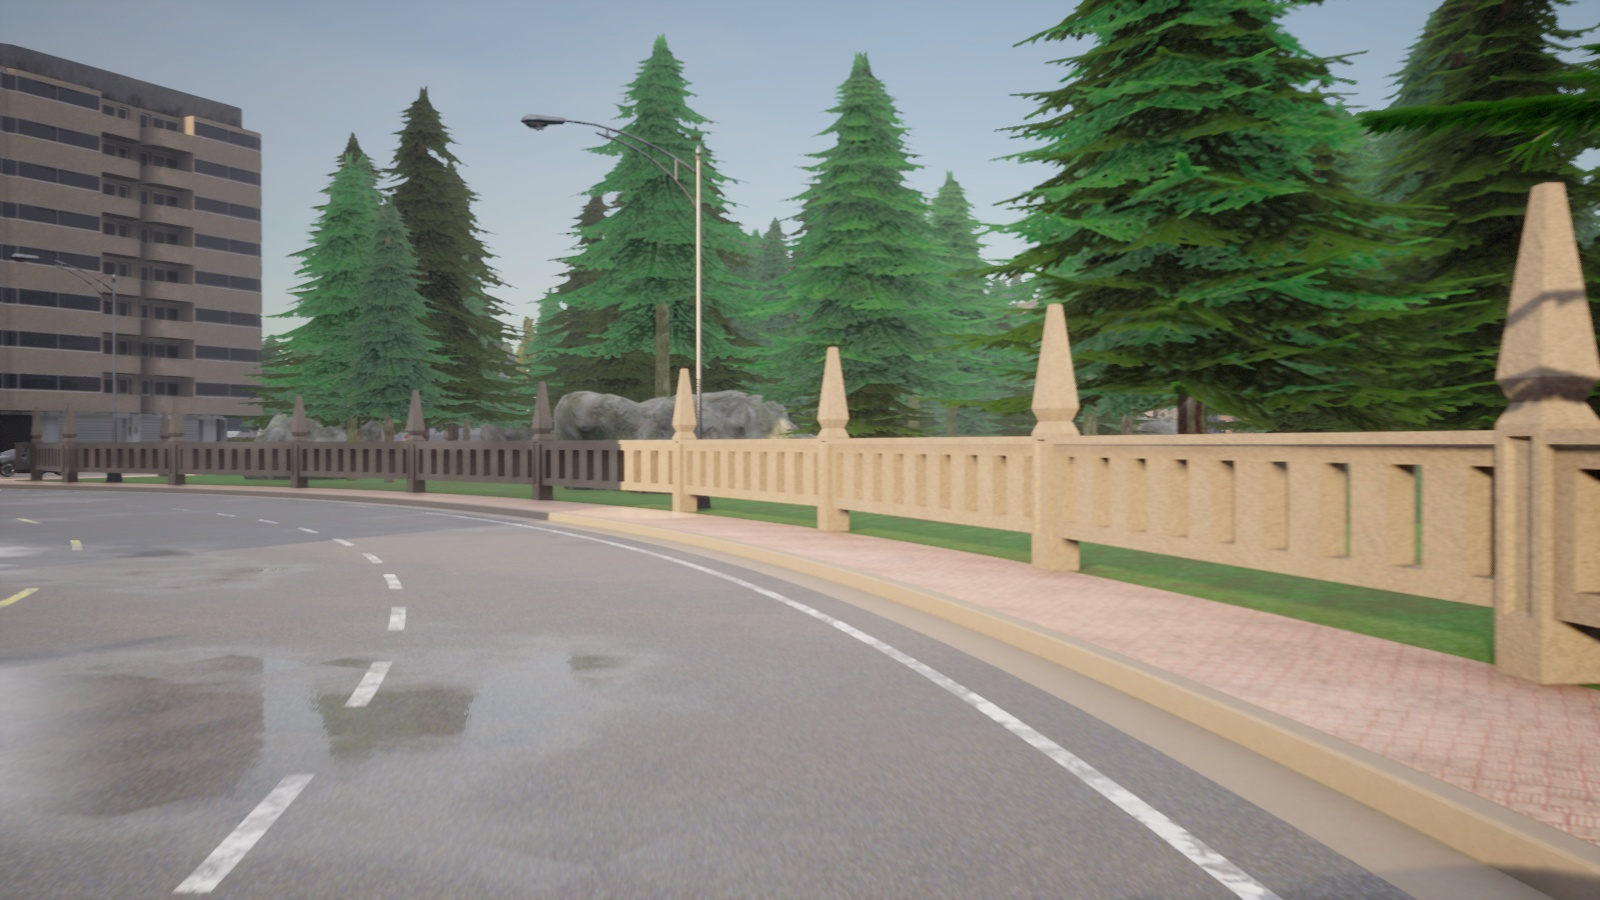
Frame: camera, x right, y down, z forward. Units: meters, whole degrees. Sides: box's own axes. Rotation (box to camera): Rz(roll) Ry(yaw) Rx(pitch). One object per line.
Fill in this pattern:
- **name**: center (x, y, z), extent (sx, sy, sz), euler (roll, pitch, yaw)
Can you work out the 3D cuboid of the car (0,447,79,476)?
- **car**: center (-37.631, 0.531, 60.937), extent (1.994, 1.385, 4.181), euler (0, 0, 26)
